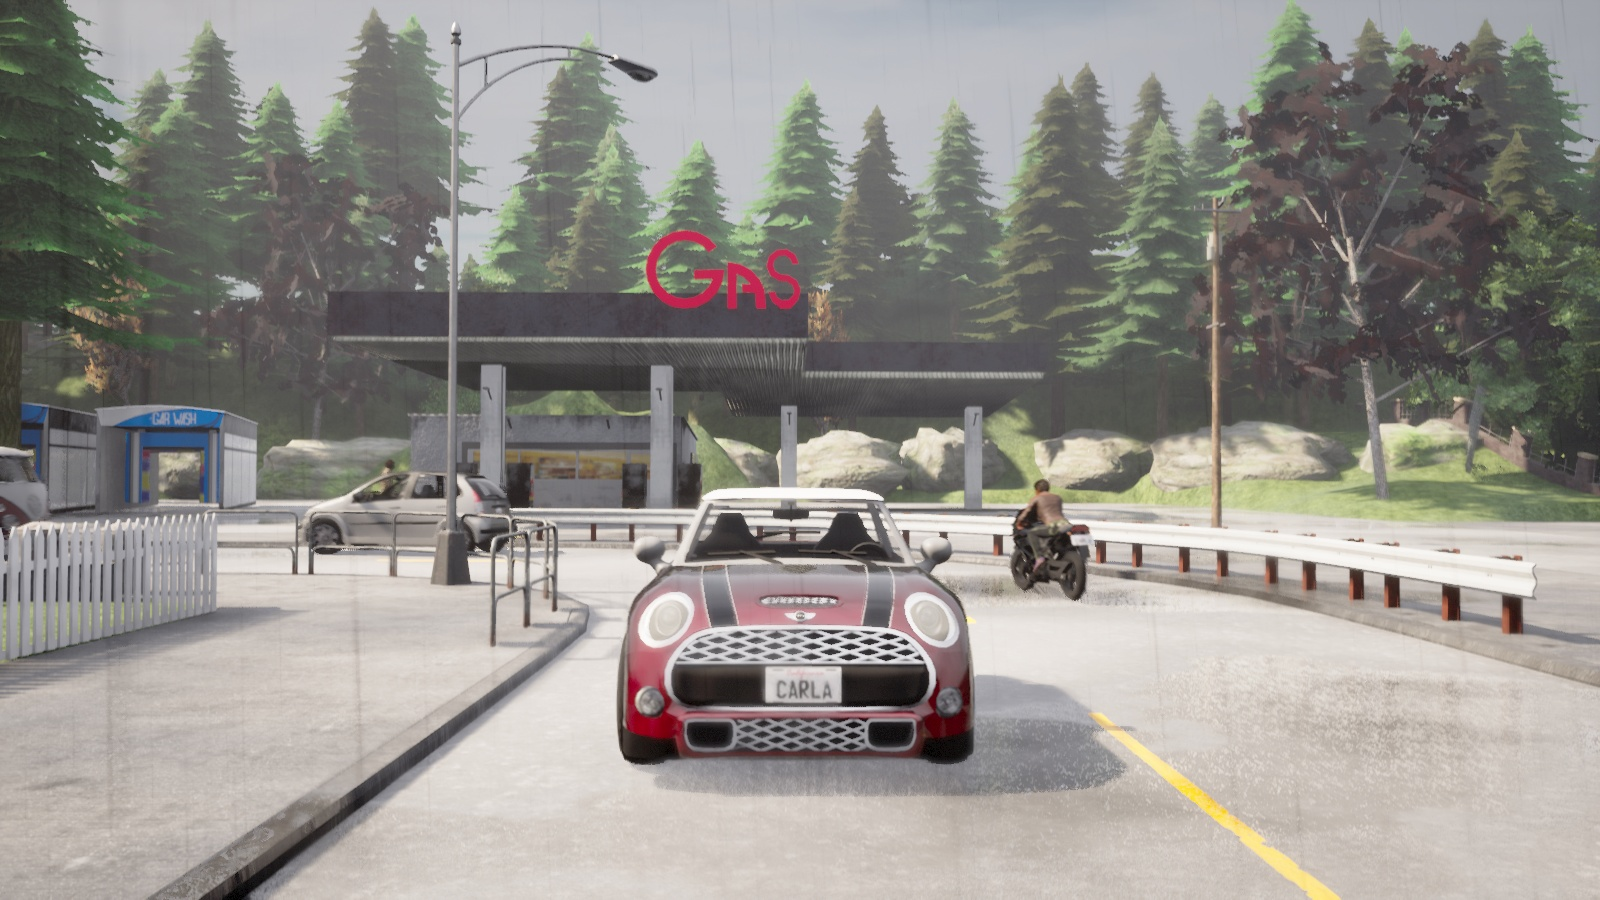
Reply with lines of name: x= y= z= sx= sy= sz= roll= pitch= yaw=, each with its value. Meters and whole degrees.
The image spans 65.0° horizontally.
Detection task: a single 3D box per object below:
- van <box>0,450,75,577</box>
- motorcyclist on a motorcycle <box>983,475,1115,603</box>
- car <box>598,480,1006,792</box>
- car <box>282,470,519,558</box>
van: x=-14.612 y=1.025 z=20.558 sx=4.442 sy=1.987 sz=1.775 roll=0 pitch=-1 yaw=0
motorcyclist on a motorcycle: x=3.195 y=1.103 z=16.323 sx=0.797 sy=1.523 sz=2.044 roll=-1 pitch=-1 yaw=-16
car: x=-0.041 y=0.938 z=7.978 sx=1.970 sy=1.475 sz=3.806 roll=0 pitch=-1 yaw=-2
car: x=-7.706 y=1.218 z=24.426 sx=3.988 sy=1.617 sz=1.851 roll=0 pitch=-1 yaw=9
